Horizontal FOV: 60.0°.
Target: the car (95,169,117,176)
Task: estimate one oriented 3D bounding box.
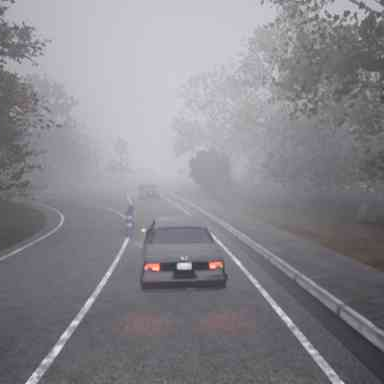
[{"bbox_3d":[-19.223,-4.406,74.379,4.553,1.767,2.097,0,6,1],"label":"car"}]

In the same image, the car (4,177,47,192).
[{"bbox_3d":[-19.130,-0.788,38.549,4.181,1.385,1.994,0,6,-3],"label":"car"}]

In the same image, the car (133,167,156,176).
[{"bbox_3d":[-10.752,-4.655,75.123,5.566,2.045,2.150,3,6,28],"label":"car"}]

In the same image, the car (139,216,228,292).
[{"bbox_3d":[-0.372,1.349,8.708,2.033,1.411,5.357,0,2,-5],"label":"car"}]

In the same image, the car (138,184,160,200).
[{"bbox_3d":[-4.099,-0.094,31.354,2.033,1.411,5.357,-1,6,-11],"label":"car"}]
